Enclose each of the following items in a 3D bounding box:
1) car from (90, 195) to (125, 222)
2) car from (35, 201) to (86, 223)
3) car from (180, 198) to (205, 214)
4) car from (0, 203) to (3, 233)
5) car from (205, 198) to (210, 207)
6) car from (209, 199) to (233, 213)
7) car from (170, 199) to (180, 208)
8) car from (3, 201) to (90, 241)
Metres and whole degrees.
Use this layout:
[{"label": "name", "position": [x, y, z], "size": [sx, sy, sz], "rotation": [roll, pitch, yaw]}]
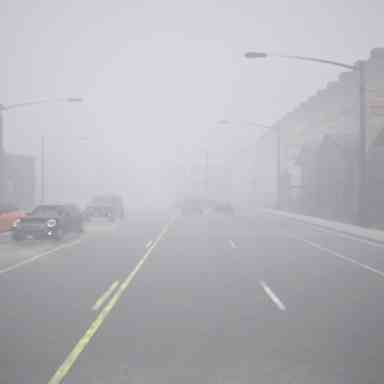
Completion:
[{"label": "car", "position": [-7.049, 1.268, 27.365], "size": [2.150, 2.045, 5.566], "rotation": [0, 0, 0]}, {"label": "car", "position": [-10.547, 1.538, 27.127], "size": [2.128, 1.511, 4.902], "rotation": [0, 0, 0]}, {"label": "car", "position": [0.034, 1.414, 36.334], "size": [2.097, 1.767, 4.553], "rotation": [0, 0, 0]}, {"label": "car", "position": [-10.566, 1.382, 17.127], "size": [2.097, 1.767, 4.553], "rotation": [0, 0, 0]}, {"label": "car", "position": [1.925, 1.609, 48.767], "size": [1.812, 1.442, 4.674], "rotation": [0, 0, -18]}, {"label": "car", "position": [3.474, 1.629, 38.241], "size": [1.994, 1.385, 4.181], "rotation": [0, 0, -3]}, {"label": "car", "position": [-1.920, 1.685, 49.462], "size": [1.895, 1.301, 4.718], "rotation": [0, 0, -18]}, {"label": "car", "position": [-7.073, 1.381, 16.788], "size": [2.097, 1.767, 4.553], "rotation": [0, 0, 0]}]
